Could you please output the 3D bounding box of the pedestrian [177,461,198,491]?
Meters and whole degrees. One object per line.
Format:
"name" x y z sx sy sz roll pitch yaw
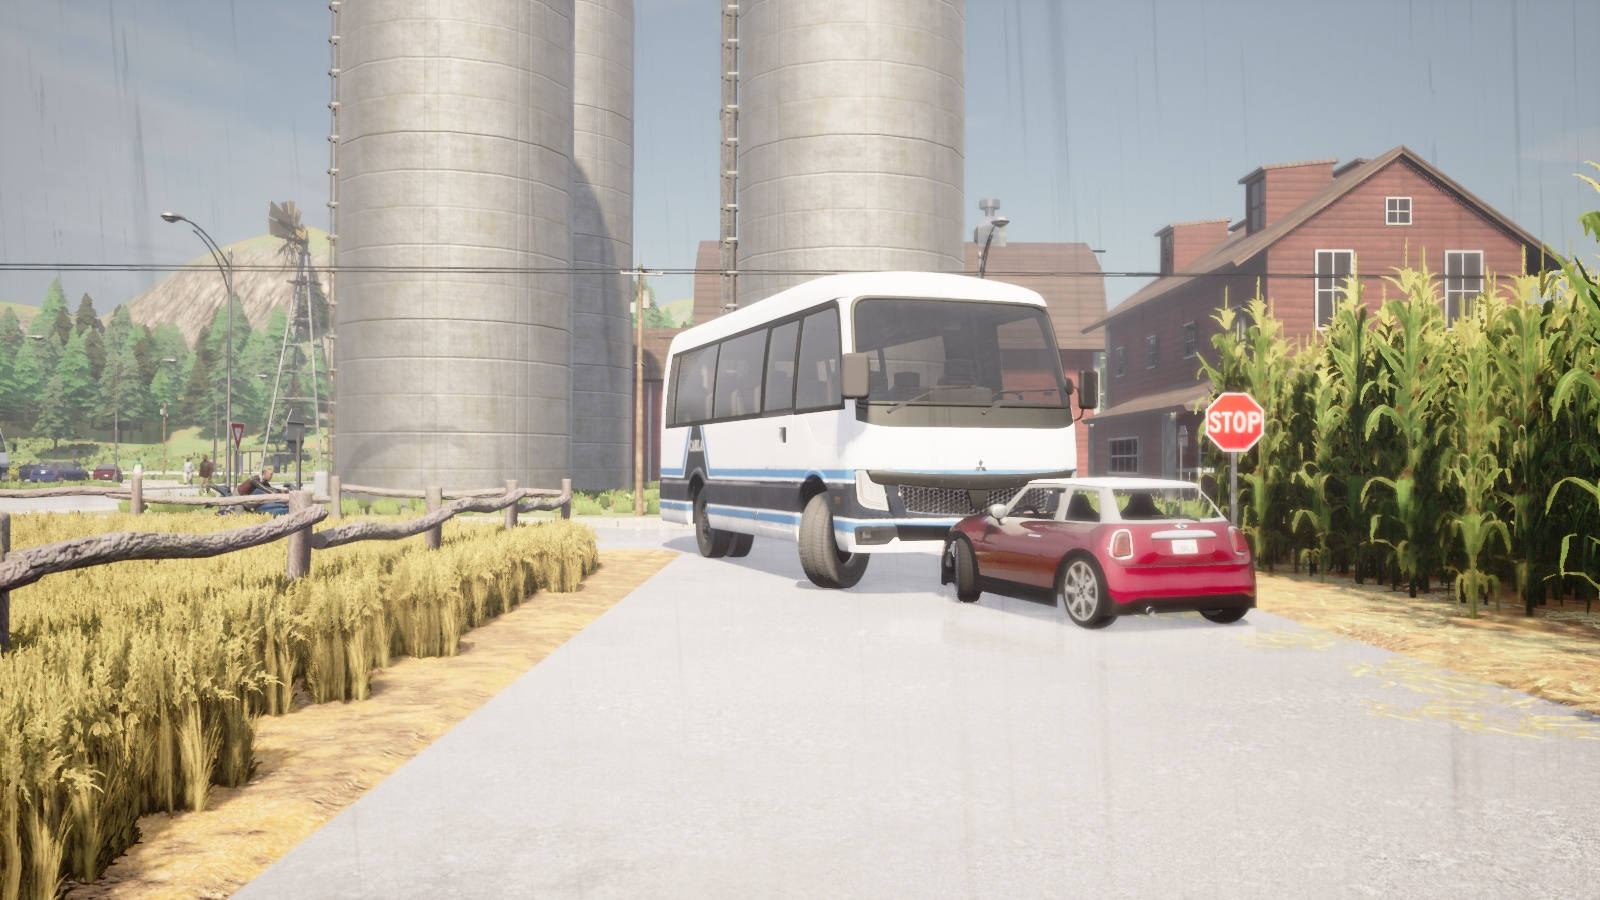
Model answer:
"pedestrian" -38.436 1.642 78.863 0.874 1.855 0.900 0 -1 0

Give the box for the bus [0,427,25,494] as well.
"bus" -52.512 0.639 76.730 3.944 4.253 10.273 0 -1 0

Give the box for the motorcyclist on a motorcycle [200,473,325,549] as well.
"motorcyclist on a motorcycle" -11.014 1.241 25.760 2.191 1.530 0.866 0 -1 0

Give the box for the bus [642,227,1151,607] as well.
"bus" 0.658 -0.301 19.559 3.944 4.253 10.273 0 -1 -20

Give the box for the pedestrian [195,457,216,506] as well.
"pedestrian" -22.431 1.180 47.377 0.431 1.840 0.703 0 -1 3

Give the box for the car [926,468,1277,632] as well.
"car" 3.122 0.969 13.850 1.970 1.475 3.806 -1 0 -20

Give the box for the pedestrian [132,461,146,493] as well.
"pedestrian" -40.369 1.622 76.703 0.659 1.952 0.873 0 -1 -35
